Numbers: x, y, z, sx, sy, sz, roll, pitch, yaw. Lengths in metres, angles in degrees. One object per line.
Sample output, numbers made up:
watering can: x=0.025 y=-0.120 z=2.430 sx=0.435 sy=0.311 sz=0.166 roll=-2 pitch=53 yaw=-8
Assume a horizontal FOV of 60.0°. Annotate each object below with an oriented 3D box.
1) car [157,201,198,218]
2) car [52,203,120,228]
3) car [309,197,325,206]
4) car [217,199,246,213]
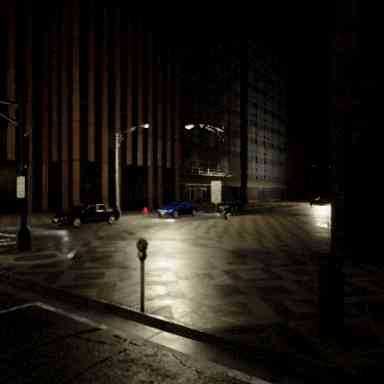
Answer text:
car: x=-1.249 y=1.627 z=31.278 sx=1.812 sy=1.442 sz=4.674 roll=0 pitch=0 yaw=36
car: x=-7.168 y=1.569 z=22.875 sx=1.837 sy=1.490 sz=4.892 roll=0 pitch=0 yaw=35
car: x=22.323 y=1.704 z=59.169 sx=2.128 sy=1.511 sz=4.902 roll=0 pitch=0 yaw=35
car: x=4.751 y=1.629 z=39.767 sx=2.128 sy=1.511 sz=4.902 roll=0 pitch=0 yaw=35
